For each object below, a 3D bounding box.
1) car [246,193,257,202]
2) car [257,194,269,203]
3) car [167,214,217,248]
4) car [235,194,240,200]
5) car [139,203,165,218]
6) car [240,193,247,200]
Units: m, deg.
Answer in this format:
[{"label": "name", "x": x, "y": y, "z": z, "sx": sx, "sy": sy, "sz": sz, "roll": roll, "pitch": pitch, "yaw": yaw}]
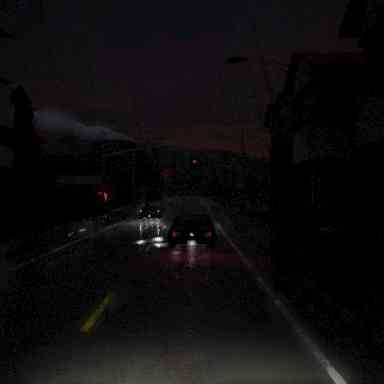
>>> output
[{"label": "car", "x": 14.165, "y": 1.168, "z": 67.072, "sx": 5.027, "sy": 1.636, "sz": 2.152, "roll": 0, "pitch": 0, "yaw": 0}, {"label": "car", "x": 14.489, "y": 1.246, "z": 60.655, "sx": 3.806, "sy": 1.475, "sz": 1.970, "roll": 0, "pitch": 0, "yaw": 0}, {"label": "car", "x": 0.000, "y": 1.615, "z": 14.680, "sx": 1.895, "sy": 1.301, "sz": 4.718, "roll": 0, "pitch": 0, "yaw": 0}, {"label": "car", "x": 13.751, "y": 1.111, "z": 82.772, "sx": 4.605, "sy": 1.855, "sz": 1.932, "roll": 0, "pitch": 0, "yaw": 0}, {"label": "car", "x": -3.500, "y": 1.654, "z": 29.580, "sx": 1.895, "sy": 1.301, "sz": 4.718, "roll": 0, "pitch": 0, "yaw": 0}, {"label": "car", "x": 14.164, "y": 1.091, "z": 79.867, "sx": 3.866, "sy": 1.878, "sz": 1.905, "roll": 0, "pitch": 0, "yaw": 0}]
